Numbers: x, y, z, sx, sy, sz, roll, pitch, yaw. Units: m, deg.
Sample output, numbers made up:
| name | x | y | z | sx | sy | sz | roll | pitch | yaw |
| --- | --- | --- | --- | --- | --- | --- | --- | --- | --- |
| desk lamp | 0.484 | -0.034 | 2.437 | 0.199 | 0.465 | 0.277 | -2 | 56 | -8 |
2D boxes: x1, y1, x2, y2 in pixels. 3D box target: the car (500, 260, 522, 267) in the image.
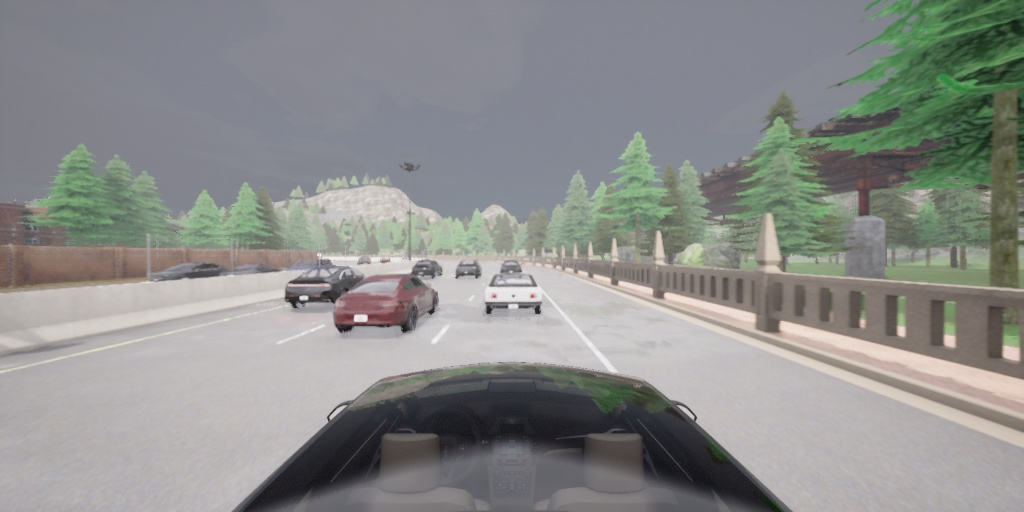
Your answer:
| name | x | y | z | sx | sy | sz | roll | pitch | yaw |
| --- | --- | --- | --- | --- | --- | --- | --- | --- | --- |
| car | -0.076 | 1.090 | 31.241 | 1.812 | 1.442 | 4.674 | 0 | 0 | -1 |

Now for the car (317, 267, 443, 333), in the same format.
| name | x | y | z | sx | sy | sz | roll | pitch | yaw |
| --- | --- | --- | --- | --- | --- | --- | --- | --- | --- |
| car | -3.451 | 1.229 | 10.463 | 1.812 | 1.442 | 4.674 | 0 | 1 | 0 |

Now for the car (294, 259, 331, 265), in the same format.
| name | x | y | z | sx | sy | sz | roll | pitch | yaw |
| --- | --- | --- | --- | --- | --- | --- | --- | --- | --- |
| car | -14.249 | 0.991 | 25.215 | 2.097 | 1.767 | 4.553 | 0 | 0 | -1 |

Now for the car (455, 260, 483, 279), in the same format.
| name | x | y | z | sx | sy | sz | roll | pitch | yaw |
| --- | --- | --- | --- | --- | --- | --- | --- | --- | --- |
| car | -3.565 | 1.072 | 30.195 | 2.128 | 1.511 | 4.902 | 0 | 0 | 0 |

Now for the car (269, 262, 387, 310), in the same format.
| name | x | y | z | sx | sy | sz | roll | pitch | yaw |
| --- | --- | --- | --- | --- | --- | --- | --- | --- | --- |
| car | -6.970 | 1.180 | 14.416 | 2.128 | 1.511 | 4.902 | 0 | 0 | 0 |

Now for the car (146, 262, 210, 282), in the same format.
| name | x | y | z | sx | sy | sz | roll | pitch | yaw |
| --- | --- | --- | --- | --- | --- | --- | --- | --- | --- |
| car | -21.232 | 1.172 | 23.784 | 1.837 | 1.490 | 4.892 | 0 | 0 | 0 |

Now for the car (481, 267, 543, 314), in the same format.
| name | x | y | z | sx | sy | sz | roll | pitch | yaw |
| --- | --- | --- | --- | --- | --- | --- | --- | --- | --- |
| car | 0.037 | 1.277 | 13.441 | 1.895 | 1.301 | 4.718 | 0 | 0 | 0 |

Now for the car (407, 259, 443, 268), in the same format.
| name | x | y | z | sx | sy | sz | roll | pitch | yaw |
| --- | --- | --- | --- | --- | --- | --- | --- | --- | --- |
| car | -7.066 | 1.093 | 30.273 | 1.837 | 1.490 | 4.892 | 0 | 0 | 0 |

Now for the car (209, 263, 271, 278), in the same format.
| name | x | y | z | sx | sy | sz | roll | pitch | yaw |
| --- | --- | --- | --- | --- | --- | --- | --- | --- | --- |
| car | -17.739 | 1.218 | 24.428 | 1.994 | 1.385 | 4.181 | 0 | 0 | -1 |
